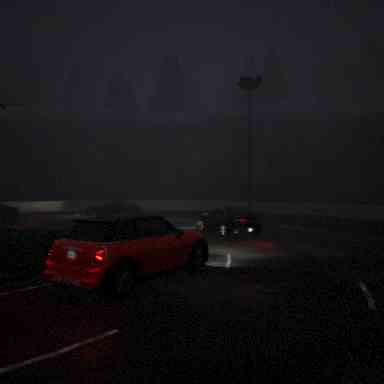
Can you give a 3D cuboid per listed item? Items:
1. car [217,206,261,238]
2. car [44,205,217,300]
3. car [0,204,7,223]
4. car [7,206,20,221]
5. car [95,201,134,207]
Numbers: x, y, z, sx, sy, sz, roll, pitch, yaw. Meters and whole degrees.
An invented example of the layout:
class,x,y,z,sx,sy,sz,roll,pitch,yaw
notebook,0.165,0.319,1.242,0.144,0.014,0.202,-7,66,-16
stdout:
class,x,y,z,sx,sy,sz,roll,pitch,yaw
car,1.861,1.539,18.056,1.837,1.490,4.892,2,-1,-22
car,-1.415,1.366,8.869,2.097,1.767,4.553,0,0,33
car,-14.783,1.528,21.092,4.892,1.490,1.837,0,-3,-23
car,-15.523,1.506,24.597,5.008,1.535,1.882,0,-1,-20
car,-6.735,1.522,28.682,5.008,1.535,1.882,0,-1,15
